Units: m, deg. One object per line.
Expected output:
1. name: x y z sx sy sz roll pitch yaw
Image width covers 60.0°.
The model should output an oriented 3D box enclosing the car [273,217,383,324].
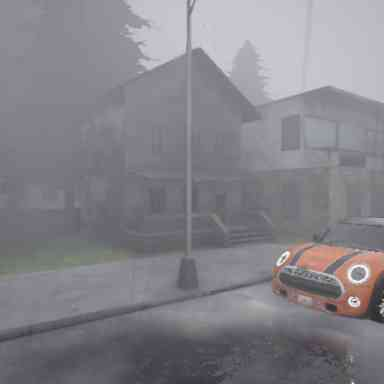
1. car: 3.892 1.389 7.374 4.553 1.767 2.097 0 0 -35
